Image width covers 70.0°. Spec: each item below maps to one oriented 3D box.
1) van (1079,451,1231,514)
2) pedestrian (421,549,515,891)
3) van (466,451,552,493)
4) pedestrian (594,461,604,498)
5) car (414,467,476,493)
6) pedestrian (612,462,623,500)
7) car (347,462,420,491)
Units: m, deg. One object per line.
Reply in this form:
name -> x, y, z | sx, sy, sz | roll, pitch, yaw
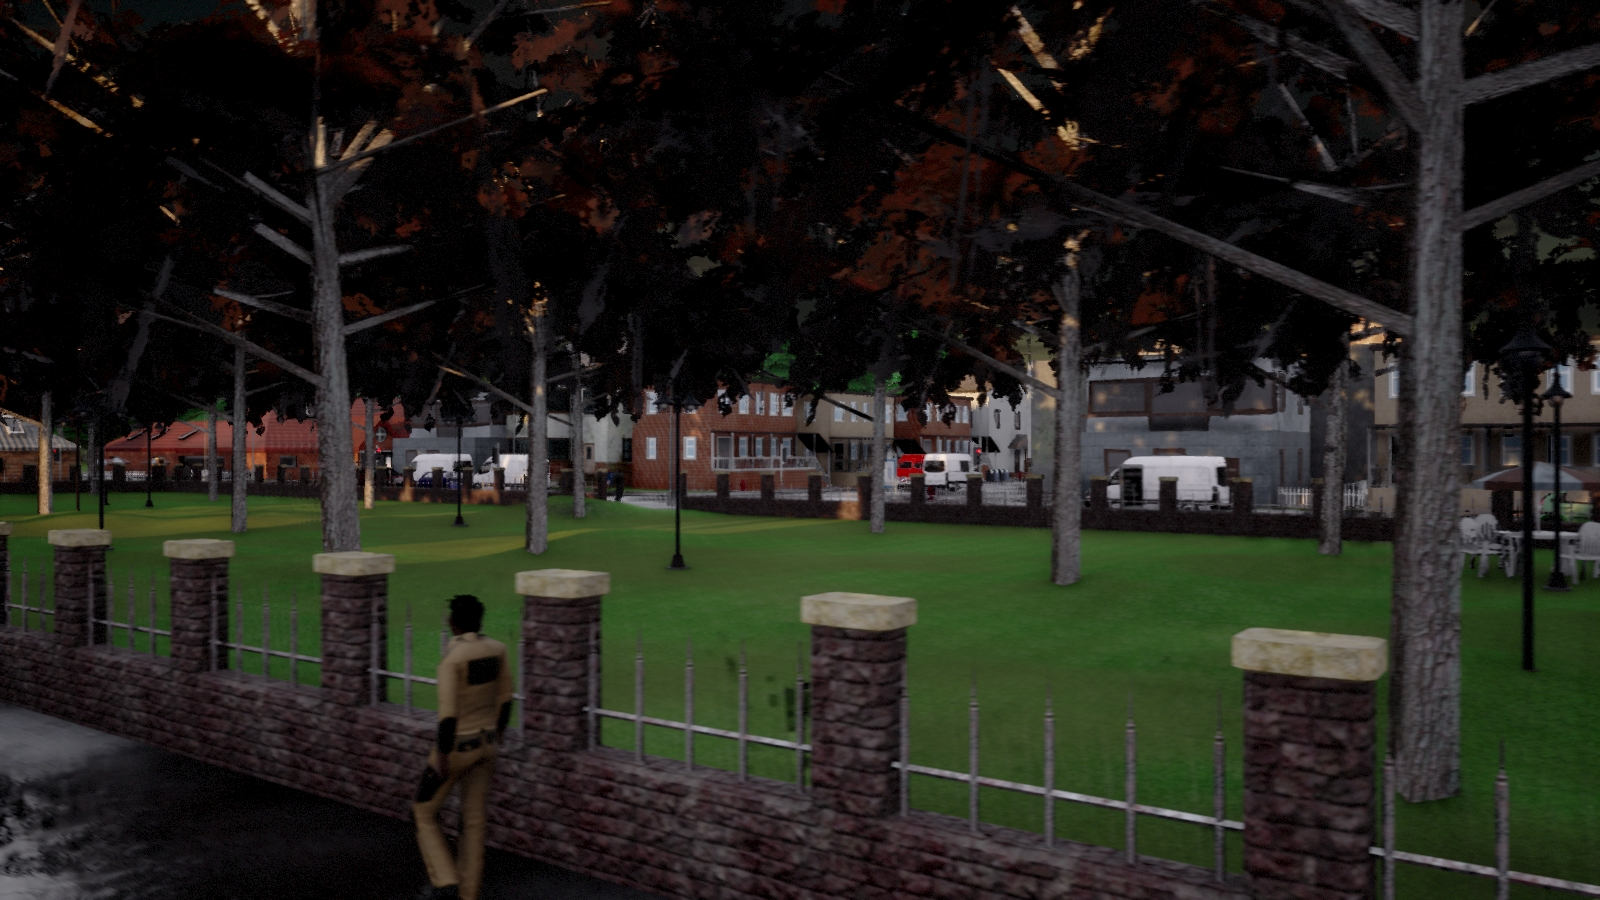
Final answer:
van -> 15.153, 1.314, 48.970 | 5.915, 2.561, 1.988 | 0, 0, 35
pedestrian -> -1.926, 1.525, 6.627 | 0.375, 1.860, 0.375 | 0, 0, 39
van -> -18.343, 1.314, 71.912 | 5.915, 2.561, 1.988 | 0, 0, 38
pedestrian -> -10.391, 1.525, 59.049 | 0.375, 1.860, 0.375 | 0, 0, -44
car -> -21.732, 1.818, 69.908 | 3.633, 1.501, 1.845 | 0, 0, 36
pedestrian -> -9.049, 1.525, 56.682 | 0.375, 1.860, 0.375 | 0, 0, 42
car -> -26.685, 1.686, 73.148 | 4.553, 1.767, 2.097 | 0, 0, 35
